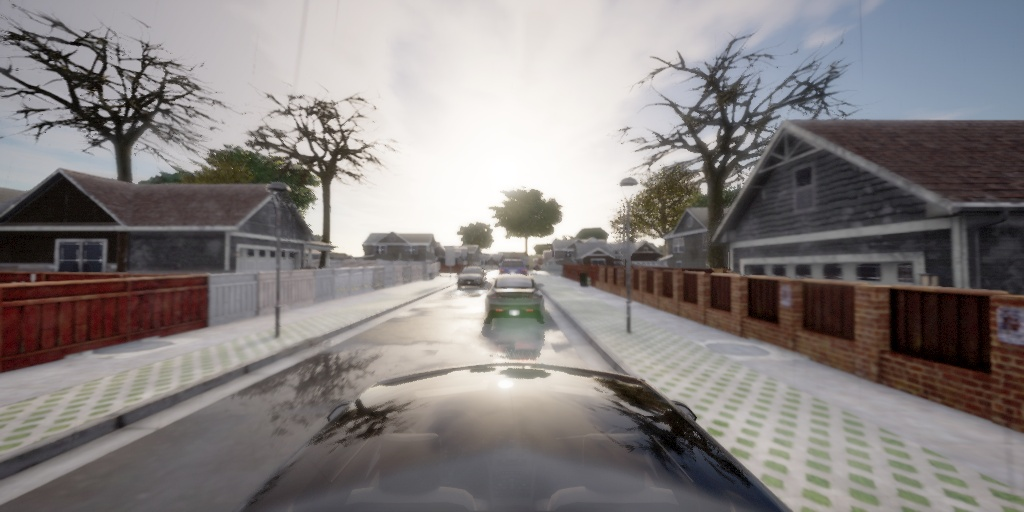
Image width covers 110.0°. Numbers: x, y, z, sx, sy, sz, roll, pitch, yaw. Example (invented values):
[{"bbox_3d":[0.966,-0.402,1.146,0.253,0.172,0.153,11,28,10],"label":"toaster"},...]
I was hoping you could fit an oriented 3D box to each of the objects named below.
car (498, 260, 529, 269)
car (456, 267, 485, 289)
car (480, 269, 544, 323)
[{"bbox_3d":[0.092,1.303,27.704,2.150,2.045,5.566,0,-1,0],"label":"car"},{"bbox_3d":[-2.842,1.562,26.082,1.837,1.490,4.892,0,-1,0],"label":"car"},{"bbox_3d":[0.081,1.380,12.667,1.837,1.490,4.892,0,0,0],"label":"car"}]
